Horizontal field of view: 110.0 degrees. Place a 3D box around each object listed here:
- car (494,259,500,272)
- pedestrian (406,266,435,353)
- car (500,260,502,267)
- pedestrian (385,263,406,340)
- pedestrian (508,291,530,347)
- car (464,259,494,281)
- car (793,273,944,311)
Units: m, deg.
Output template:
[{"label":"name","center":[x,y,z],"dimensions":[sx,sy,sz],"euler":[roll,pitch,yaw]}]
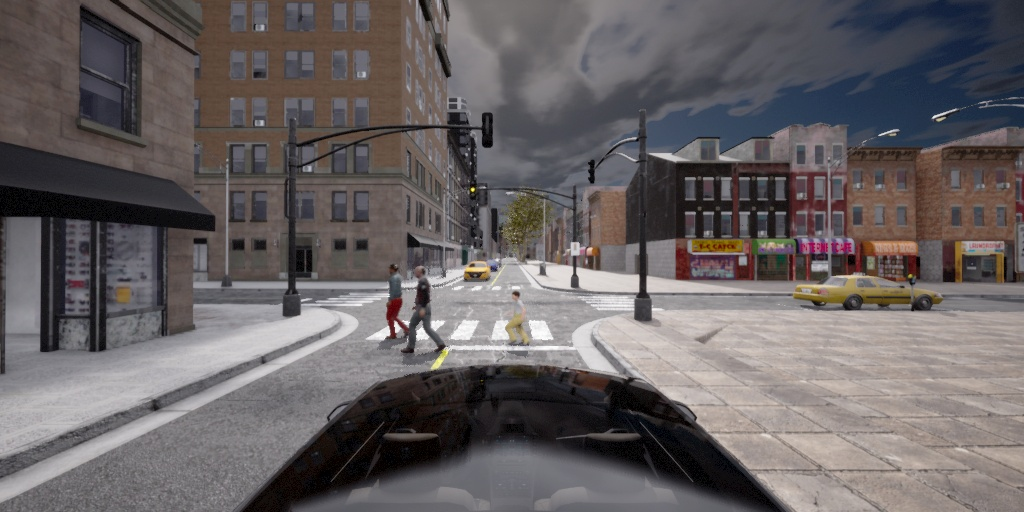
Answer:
[{"label":"car","center":[-2.855,1.200,45.672],"dimensions":[1.882,1.535,5.008],"euler":[0,0,0]},{"label":"pedestrian","center":[-1.858,1.043,7.307],"dimensions":[0.375,1.860,0.375],"euler":[0,0,0]},{"label":"car","center":[-2.767,1.219,64.304],"dimensions":[2.128,1.511,4.902],"euler":[0,0,0]},{"label":"pedestrian","center":[-2.784,1.043,8.513],"dimensions":[0.375,1.860,0.375],"euler":[0,0,0]},{"label":"pedestrian","center":[0.168,1.323,7.906],"dimensions":[0.375,1.300,0.375],"euler":[0,0,0]},{"label":"car","center":[-2.848,1.210,30.165],"dimensions":[1.882,1.535,5.008],"euler":[0,0,0]},{"label":"car","center":[13.882,1.344,14.077],"dimensions":[4.829,1.417,1.751],"euler":[0,0,0]}]
